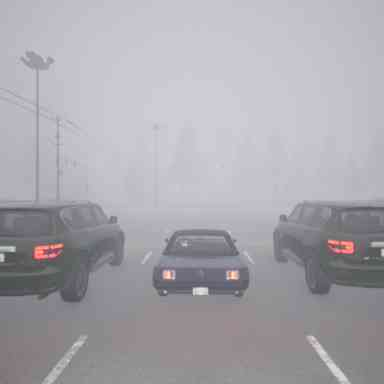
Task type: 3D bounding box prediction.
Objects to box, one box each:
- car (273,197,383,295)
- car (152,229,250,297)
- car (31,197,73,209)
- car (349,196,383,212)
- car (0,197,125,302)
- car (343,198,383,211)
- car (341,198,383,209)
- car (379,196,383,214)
[{"bbox_3d":[3.731,1.218,8.853,2.150,2.045,5.566,0,0,1],"label":"car"},{"bbox_3d":[0.224,1.597,8.542,1.895,1.301,4.718,0,0,1],"label":"car"},{"bbox_3d":[-18.788,1.485,44.693,4.892,1.490,1.837,0,0,5],"label":"car"},{"bbox_3d":[20.319,1.334,37.090,4.553,1.767,2.097,0,0,2],"label":"car"},{"bbox_3d":[-3.282,1.218,8.385,2.150,2.045,5.566,0,0,1],"label":"car"},{"bbox_3d":[21.154,1.507,40.569,4.674,1.442,1.812,0,0,2],"label":"car"},{"bbox_3d":[22.464,1.506,44.037,4.674,1.442,1.812,0,0,2],"label":"car"},{"bbox_3d":[21.760,1.336,33.550,4.553,1.767,2.097,0,0,2],"label":"car"}]
